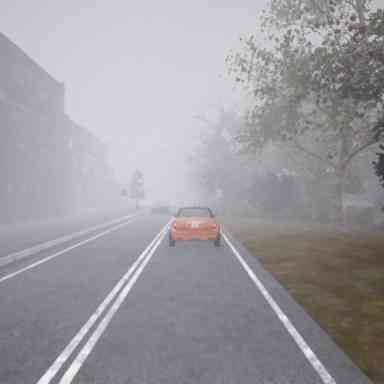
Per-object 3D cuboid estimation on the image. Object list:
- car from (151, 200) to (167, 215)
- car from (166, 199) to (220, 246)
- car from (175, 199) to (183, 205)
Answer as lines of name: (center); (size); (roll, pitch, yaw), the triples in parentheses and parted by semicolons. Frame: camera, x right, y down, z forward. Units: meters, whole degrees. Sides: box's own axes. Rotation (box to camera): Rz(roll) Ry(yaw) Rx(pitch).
car: (-3.279, 1.641, 35.709); (1.882, 1.535, 5.008); (0, -1, 0)
car: (0.113, 1.360, 15.375); (2.097, 1.767, 4.553); (0, 0, 0)
car: (-2.973, 2.276, 76.916); (1.812, 1.442, 4.674); (0, -1, 0)
